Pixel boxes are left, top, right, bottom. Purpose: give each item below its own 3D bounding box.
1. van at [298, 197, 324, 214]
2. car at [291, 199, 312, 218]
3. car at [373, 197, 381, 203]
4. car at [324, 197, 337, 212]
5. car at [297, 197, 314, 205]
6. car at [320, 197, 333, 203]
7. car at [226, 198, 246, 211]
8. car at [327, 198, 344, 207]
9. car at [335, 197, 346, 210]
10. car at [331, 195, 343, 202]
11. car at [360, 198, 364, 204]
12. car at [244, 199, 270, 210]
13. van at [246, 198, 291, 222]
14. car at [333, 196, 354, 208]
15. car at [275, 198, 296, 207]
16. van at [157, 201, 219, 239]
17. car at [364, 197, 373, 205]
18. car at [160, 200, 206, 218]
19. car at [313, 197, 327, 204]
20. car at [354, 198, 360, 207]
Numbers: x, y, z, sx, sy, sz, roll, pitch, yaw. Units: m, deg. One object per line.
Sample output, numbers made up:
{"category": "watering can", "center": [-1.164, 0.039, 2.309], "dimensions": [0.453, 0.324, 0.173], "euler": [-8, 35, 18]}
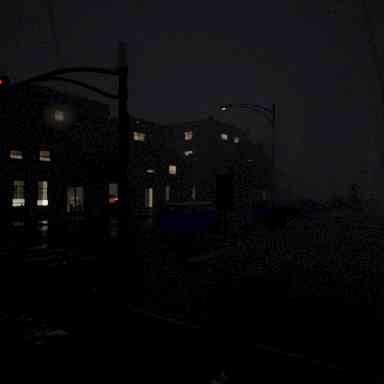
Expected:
{"category": "van", "center": [12.554, 1.469, 35.736], "dimensions": [1.690, 1.788, 3.998], "euler": [0, 0, 35]}
{"category": "car", "center": [9.385, 1.655, 31.213], "dimensions": [1.887, 1.381, 4.507], "euler": [0, 0, 35]}
{"category": "car", "center": [44.231, 1.899, 80.963], "dimensions": [1.947, 1.339, 4.313], "euler": [0, 0, 35]}
{"category": "car", "center": [15.819, 1.671, 40.399], "dimensions": [1.752, 1.417, 4.829], "euler": [0, 0, 35]}
{"category": "car", "center": [21.538, 1.705, 63.172], "dimensions": [1.887, 1.381, 4.507], "euler": [0, 0, 35]}
{"category": "car", "center": [31.041, 1.792, 76.740], "dimensions": [1.947, 1.339, 4.313], "euler": [0, 0, 35]}
{"category": "car", "center": [5.700, 1.506, 40.560], "dimensions": [1.967, 1.590, 4.097], "euler": [0, 0, 35]}
{"category": "car", "center": [25.091, 1.796, 58.146], "dimensions": [1.895, 1.301, 4.718], "euler": [1, 0, 35]}
{"category": "car", "center": [18.888, 1.729, 44.781], "dimensions": [1.947, 1.339, 4.313], "euler": [0, 0, 35]}
{"category": "car", "center": [37.377, 1.712, 85.785], "dimensions": [1.967, 1.590, 4.097], "euler": [0, 0, 35]}
{"category": "car", "center": [28.490, 1.748, 58.489], "dimensions": [1.752, 1.417, 4.829], "euler": [0, 0, 35]}
{"category": "car", "center": [8.867, 1.629, 45.082], "dimensions": [1.887, 1.381, 4.507], "euler": [0, 0, 35]}
{"category": "van", "center": [6.218, 1.436, 26.691], "dimensions": [1.690, 1.788, 3.998], "euler": [0, 0, 35]}
{"category": "car", "center": [22.058, 1.497, 49.305], "dimensions": [2.192, 1.841, 5.009], "euler": [0, 0, 35]}
{"category": "car", "center": [15.203, 1.665, 54.127], "dimensions": [1.887, 1.381, 4.507], "euler": [0, 0, 35]}
{"category": "van", "center": [-0.117, 1.406, 17.646], "dimensions": [1.690, 1.788, 3.998], "euler": [0, 0, 35]}
{"category": "car", "center": [34.728, 1.809, 67.395], "dimensions": [1.887, 1.381, 4.507], "euler": [0, 0, 35]}
{"category": "car", "center": [-0.734, 1.558, 31.374], "dimensions": [1.752, 1.417, 4.829], "euler": [0, 0, 35]}
{"category": "car", "center": [27.776, 1.728, 72.078], "dimensions": [1.752, 1.417, 4.829], "euler": [0, 0, 35]}
{"category": "car", "center": [25.226, 1.516, 53.828], "dimensions": [2.192, 1.841, 5.009], "euler": [0, 0, 35]}
